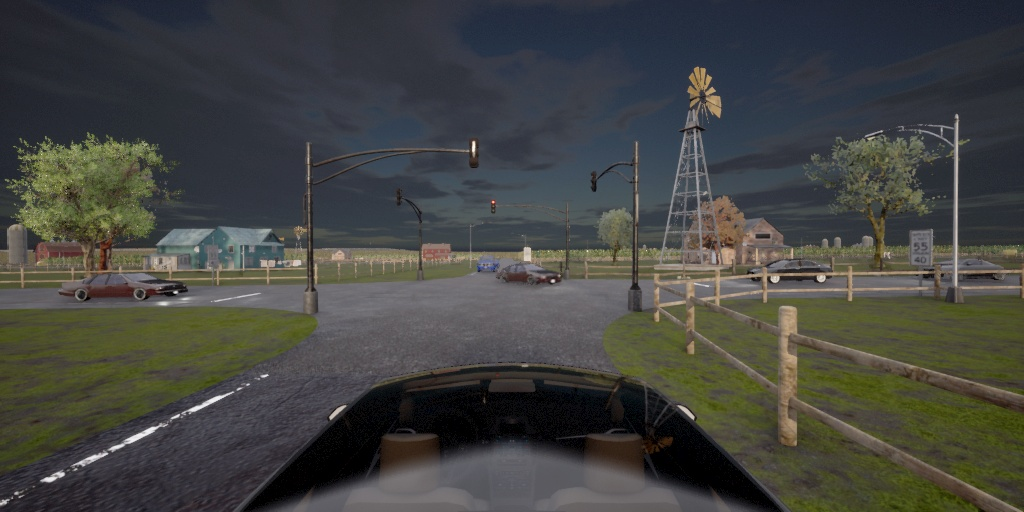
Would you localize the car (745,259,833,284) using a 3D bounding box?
[{"bbox_3d":[17.688,0.957,23.014,4.892,1.490,1.837,-1,1,0],"label":"car"}]

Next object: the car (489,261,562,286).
[{"bbox_3d":[0.945,1.215,24.486,2.033,1.411,5.357,-1,0,-37],"label":"car"}]

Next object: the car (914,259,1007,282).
[{"bbox_3d":[28.720,0.870,23.058,4.181,1.385,1.994,-1,1,0],"label":"car"}]

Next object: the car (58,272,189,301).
[{"bbox_3d":[-20.634,1.587,19.140,5.357,1.411,2.033,-1,1,0],"label":"car"}]

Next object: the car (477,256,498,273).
[{"bbox_3d":[-3.055,0.966,43.938,2.150,2.045,5.566,0,0,0],"label":"car"}]

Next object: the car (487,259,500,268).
[{"bbox_3d":[-3.156,1.224,61.099,1.882,1.535,5.008,0,0,0],"label":"car"}]
